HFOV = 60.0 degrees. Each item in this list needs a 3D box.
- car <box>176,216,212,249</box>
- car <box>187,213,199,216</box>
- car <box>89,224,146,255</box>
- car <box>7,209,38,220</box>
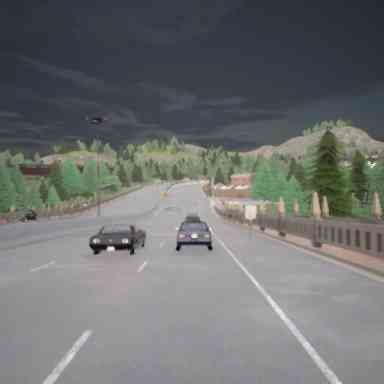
[{"bbox_3d":[0.109,2.244,18.068,2.033,1.411,5.357,0,-3,0],"label":"car"},{"bbox_3d":[0.119,3.299,39.563,1.837,1.490,4.892,0,-3,0],"label":"car"},{"bbox_3d":[-3.392,2.200,16.161,1.895,1.301,4.718,0,-3,0],"label":"car"},{"bbox_3d":[-20.979,2.860,41.389,2.097,1.767,4.553,0,-3,0],"label":"car"}]
